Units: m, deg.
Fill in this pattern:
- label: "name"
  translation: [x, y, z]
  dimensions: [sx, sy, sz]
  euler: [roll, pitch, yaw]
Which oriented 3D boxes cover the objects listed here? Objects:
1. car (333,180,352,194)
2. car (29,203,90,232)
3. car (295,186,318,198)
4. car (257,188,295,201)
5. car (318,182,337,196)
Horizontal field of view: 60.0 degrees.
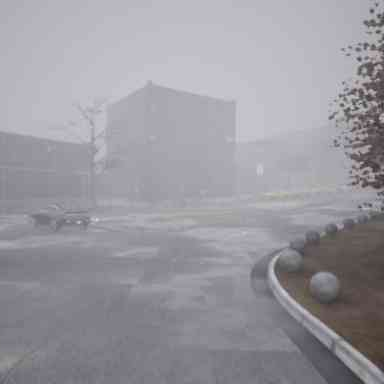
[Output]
- label: "car"
  translation: [24.140, -0.859, 54.666]
  dimensions: [5.566, 2.045, 2.435]
  euler: [-4, 3, -38]
- label: "car"
  translation: [-7.857, 1.410, 19.539]
  dimensions: [4.902, 1.511, 2.128]
  euler: [1, 0, 43]
- label: "car"
  translation: [15.261, -0.038, 47.666]
  dimensions: [5.366, 1.575, 1.946]
  euler: [-4, 3, -38]
- label: "car"
  translation: [10.925, 0.244, 44.257]
  dimensions: [5.366, 1.575, 1.946]
  euler: [-4, 3, -38]
- label: "car"
  translation: [19.593, -0.317, 51.084]
  dimensions: [5.366, 1.575, 1.946]
  euler: [-4, 3, -38]
